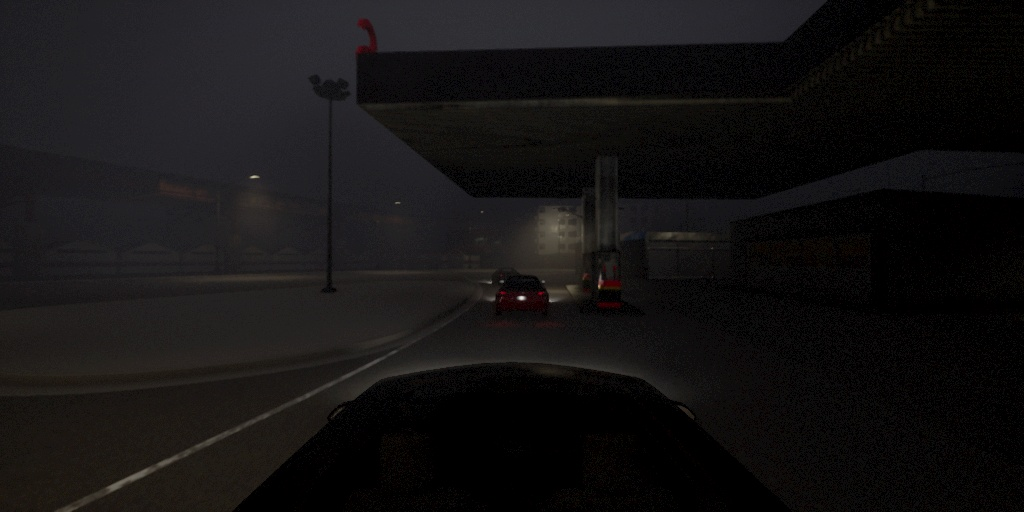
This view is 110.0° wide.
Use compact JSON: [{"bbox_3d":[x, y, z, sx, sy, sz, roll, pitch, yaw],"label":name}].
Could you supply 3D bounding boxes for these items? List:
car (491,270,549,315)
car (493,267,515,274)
[{"bbox_3d":[0.417,1.454,14.462,1.994,1.385,4.181,0,-1,2],"label":"car"},{"bbox_3d":[-0.492,1.611,29.020,1.994,1.385,4.181,0,-1,-10],"label":"car"}]
